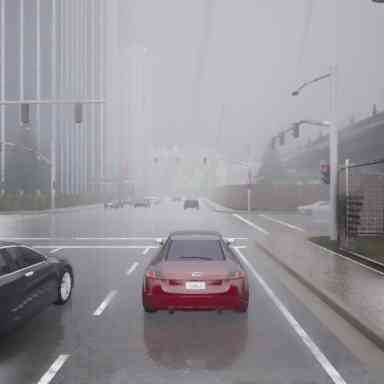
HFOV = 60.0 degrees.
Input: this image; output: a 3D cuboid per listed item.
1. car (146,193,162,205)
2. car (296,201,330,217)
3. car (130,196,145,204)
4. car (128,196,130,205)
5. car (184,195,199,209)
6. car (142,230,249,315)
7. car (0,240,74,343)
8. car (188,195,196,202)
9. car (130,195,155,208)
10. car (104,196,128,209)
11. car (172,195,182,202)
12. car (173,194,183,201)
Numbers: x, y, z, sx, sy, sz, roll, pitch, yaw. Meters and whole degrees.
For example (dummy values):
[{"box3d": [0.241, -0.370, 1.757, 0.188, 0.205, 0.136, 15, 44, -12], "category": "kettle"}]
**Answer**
[{"box3d": [-7.084, 1.221, 58.163, 2.150, 2.045, 5.566, 0, 0, 1], "category": "car"}, {"box3d": [12.361, 1.581, 31.777, 4.674, 1.442, 1.812, 0, 0, -3], "category": "car"}, {"box3d": [-10.543, 1.547, 64.908, 2.033, 1.411, 5.357, 0, 0, 1], "category": "car"}, {"box3d": [-10.593, 1.505, 54.592, 1.837, 1.490, 4.892, 0, 0, 0], "category": "car"}, {"box3d": [-0.033, 1.477, 46.029, 1.882, 1.535, 5.008, 0, 0, 1], "category": "car"}, {"box3d": [0.070, 1.564, 7.673, 1.994, 1.385, 4.181, 0, 0, 0], "category": "car"}, {"box3d": [-3.443, 1.505, 5.217, 1.837, 1.490, 4.892, 0, 0, 0], "category": "car"}, {"box3d": [-0.013, 1.478, 79.844, 1.882, 1.535, 5.008, 0, 0, 0], "category": "car"}, {"box3d": [-7.096, 1.547, 47.973, 2.033, 1.411, 5.357, 0, 0, 0], "category": "car"}, {"box3d": [-10.600, 1.492, 45.348, 2.128, 1.511, 4.902, 0, 0, 0], "category": "car"}, {"box3d": [-3.512, 1.495, 74.264, 1.837, 1.490, 4.892, 0, 0, 0], "category": "car"}, {"box3d": [-3.514, 1.386, 84.688, 2.128, 1.511, 4.902, 0, 0, 0], "category": "car"}]
